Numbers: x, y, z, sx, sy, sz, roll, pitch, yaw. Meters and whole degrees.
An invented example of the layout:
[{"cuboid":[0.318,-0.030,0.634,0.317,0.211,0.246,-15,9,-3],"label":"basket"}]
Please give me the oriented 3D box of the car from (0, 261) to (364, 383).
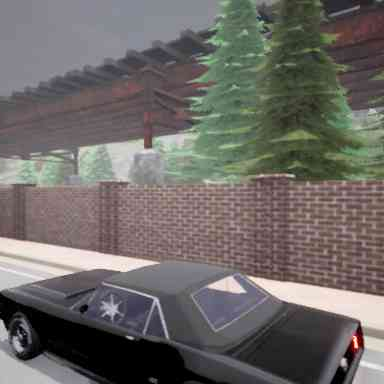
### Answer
[{"cuboid":[-0.527,1.607,4.295,4.718,1.301,1.895,0,0,35],"label":"car"}]
